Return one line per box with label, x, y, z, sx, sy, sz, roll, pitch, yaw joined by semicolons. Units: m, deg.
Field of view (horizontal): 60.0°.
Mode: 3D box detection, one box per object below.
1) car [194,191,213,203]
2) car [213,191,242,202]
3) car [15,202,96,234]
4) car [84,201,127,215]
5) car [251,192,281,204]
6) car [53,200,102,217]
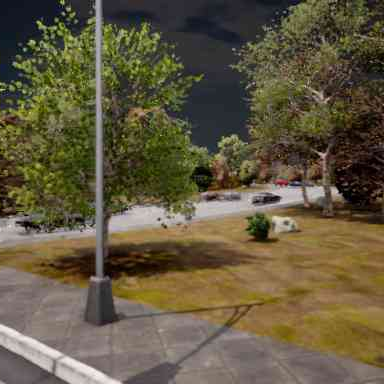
car;2.216;0.683;50.226;1.882;1.535;5.008;0;2;39
car;5.567;0.659;48.810;1.812;1.442;4.674;0;2;39
car;-8.104;1.595;20.338;2.128;1.511;4.902;0;0;39
car;-8.367;1.508;31.396;2.128;1.511;4.902;0;1;39
car;9.551;0.760;42.479;2.033;1.411;5.357;0;3;39
car;-11.375;1.613;33.235;1.994;1.385;4.181;0;1;39
